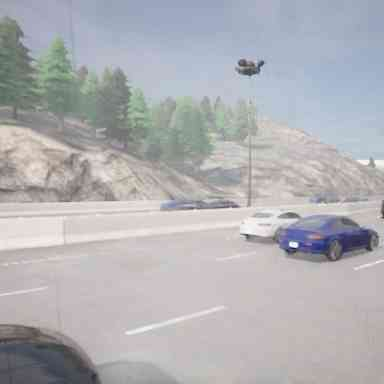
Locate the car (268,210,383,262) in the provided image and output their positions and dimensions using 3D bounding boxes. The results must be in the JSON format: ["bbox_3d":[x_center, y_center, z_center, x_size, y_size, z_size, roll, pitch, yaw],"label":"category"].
[{"bbox_3d":[5.088,1.543,12.257,4.674,1.442,1.812,0,0,-39],"label":"car"}]

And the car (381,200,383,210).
[{"bbox_3d":[18.280,1.255,29.001,2.150,2.045,5.566,0,0,45],"label":"car"}]

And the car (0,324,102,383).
[{"bbox_3d":[-2.932,1.511,1.759,4.892,1.490,1.837,0,0,-35],"label":"car"}]

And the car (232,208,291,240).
[{"bbox_3d":[4.311,1.551,16.143,4.674,1.442,1.812,0,0,-40],"label":"car"}]

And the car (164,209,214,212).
[{"bbox_3d":[-0.523,1.650,26.027,4.718,1.301,1.895,0,0,-41],"label":"car"}]

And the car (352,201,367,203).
[{"bbox_3d":[28.191,1.634,55.235,1.994,1.385,4.181,0,0,43],"label":"car"}]
